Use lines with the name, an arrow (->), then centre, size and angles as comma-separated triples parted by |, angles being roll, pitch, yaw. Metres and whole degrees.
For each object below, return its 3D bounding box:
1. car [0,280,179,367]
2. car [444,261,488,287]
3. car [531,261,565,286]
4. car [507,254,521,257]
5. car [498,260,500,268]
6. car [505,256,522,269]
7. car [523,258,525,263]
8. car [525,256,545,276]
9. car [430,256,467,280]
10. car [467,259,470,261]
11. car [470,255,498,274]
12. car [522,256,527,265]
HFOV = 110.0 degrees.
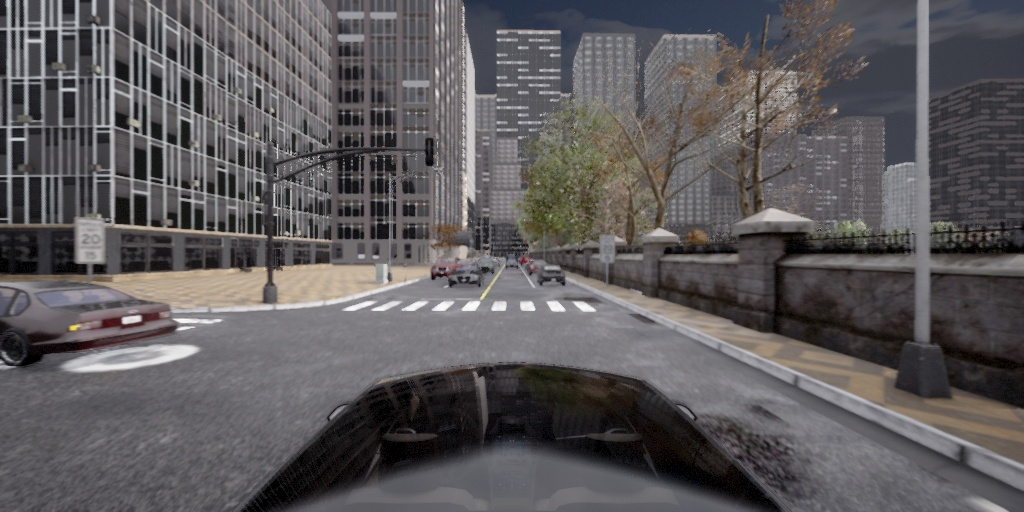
car -> -9.780, 1.201, 7.253 | 5.357, 1.411, 2.033 | 2, 0, 8
car -> -2.857, 1.232, 23.213 | 1.994, 1.385, 4.181 | 0, 0, 0
car -> 2.556, 1.214, 24.193 | 2.007, 1.370, 4.403 | 0, 0, 0
car -> -0.026, 0.725, 61.743 | 2.150, 2.045, 5.566 | 0, 0, 0
car -> -2.774, 1.093, 56.297 | 1.812, 1.442, 4.674 | 0, 0, 0
car -> -0.021, 1.100, 51.294 | 2.033, 1.411, 5.357 | 0, 0, 0
car -> 2.548, 1.162, 40.829 | 1.948, 1.339, 4.313 | 0, 0, 0
car -> 2.550, 1.059, 35.284 | 1.967, 1.591, 4.097 | 0, 0, 0
car -> -5.327, 0.956, 29.744 | 2.192, 1.841, 5.009 | 0, 0, 0
car -> -5.332, 1.036, 40.834 | 1.967, 1.591, 4.097 | 0, 0, 0
car -> -2.855, 0.963, 37.764 | 2.097, 1.767, 4.553 | 0, 0, 0
car -> 2.546, 1.099, 46.544 | 1.751, 1.417, 4.829 | 0, 0, 0
